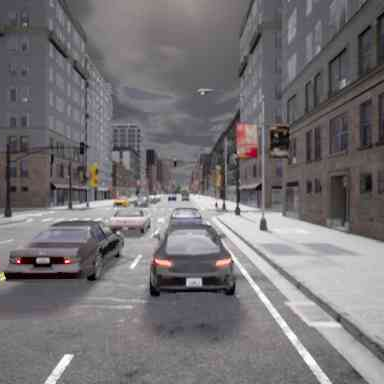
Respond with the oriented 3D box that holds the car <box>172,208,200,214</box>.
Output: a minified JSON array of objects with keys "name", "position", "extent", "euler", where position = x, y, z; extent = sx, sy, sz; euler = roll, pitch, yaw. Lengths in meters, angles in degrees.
[{"name":"car","position":[-0.330,1.550,18.122],"extent":[2.033,1.411,5.357],"euler":[0,0,-1]}]

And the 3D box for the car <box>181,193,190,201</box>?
[{"name":"car","position":[-1.586,1.610,80.904],"extent":[1.895,1.301,4.718],"euler":[0,0,-1]}]

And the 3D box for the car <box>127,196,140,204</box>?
[{"name":"car","position":[-11.032,1.544,63.277],"extent":[1.812,1.442,4.674],"euler":[0,0,-1]}]

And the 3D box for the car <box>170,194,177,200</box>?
[{"name":"car","position":[-5.036,1.385,90.810],"extent":[1.837,1.490,4.892],"euler":[0,0,-1]}]

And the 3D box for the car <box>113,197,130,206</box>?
[{"name":"car","position":[-10.847,1.493,51.603],"extent":[1.882,1.535,5.008],"euler":[0,0,-1]}]

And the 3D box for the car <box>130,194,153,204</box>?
[{"name":"car","position":[-7.565,1.506,50.129],"extent":[2.128,1.511,4.902],"euler":[0,0,-1]}]

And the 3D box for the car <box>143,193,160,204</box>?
[{"name":"car","position":[-7.773,1.510,62.205],"extent":[2.128,1.511,4.902],"euler":[0,0,-1]}]

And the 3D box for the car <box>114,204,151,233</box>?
[{"name":"car","position":[-3.509,1.604,19.539],"extent":[1.895,1.301,4.718],"euler":[0,0,-1]}]

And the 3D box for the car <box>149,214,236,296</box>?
[{"name":"car","position":[-0.037,1.526,8.535],"extent":[1.812,1.442,4.674],"euler":[0,0,-2]}]

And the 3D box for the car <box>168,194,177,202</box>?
[{"name":"car","position":[-4.827,1.492,80.392],"extent":[1.882,1.535,5.008],"euler":[0,0,-1]}]

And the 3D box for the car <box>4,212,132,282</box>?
[{"name":"car","position":[-3.312,1.548,9.781],"extent":[2.033,1.411,5.357],"euler":[0,0,-1]}]
